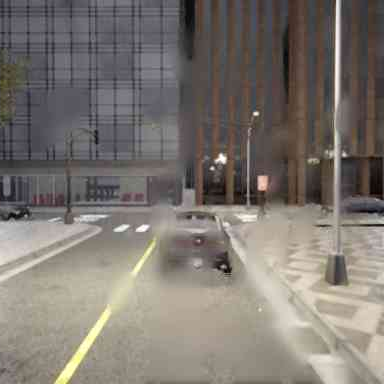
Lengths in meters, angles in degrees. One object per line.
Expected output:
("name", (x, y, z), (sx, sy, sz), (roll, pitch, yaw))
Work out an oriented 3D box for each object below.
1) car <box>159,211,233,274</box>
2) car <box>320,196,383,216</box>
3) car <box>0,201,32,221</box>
("car", (0.103, 1.332, 9.962), (1.837, 1.490, 4.892), (0, 1, 0))
("car", (12.816, 1.053, 25.598), (5.357, 1.411, 2.033), (0, 1, 0))
("car", (-13.818, 1.221, 22.442), (5.357, 1.411, 2.033), (0, 1, 1))
